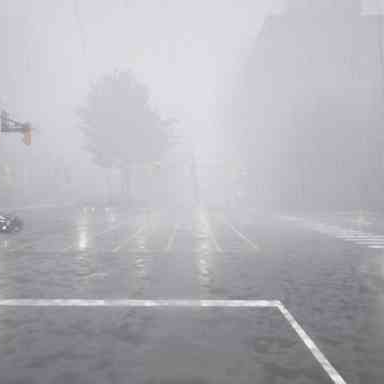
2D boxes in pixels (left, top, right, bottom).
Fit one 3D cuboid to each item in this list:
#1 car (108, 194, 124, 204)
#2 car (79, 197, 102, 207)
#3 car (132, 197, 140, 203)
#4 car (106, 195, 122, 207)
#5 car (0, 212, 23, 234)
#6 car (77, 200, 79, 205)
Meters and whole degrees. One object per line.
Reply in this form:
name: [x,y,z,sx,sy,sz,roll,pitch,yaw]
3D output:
car: [-15.093,1.352,66.476,2.097,1.767,4.553,0,0,0]
car: [-15.154,1.562,50.728,1.994,1.385,4.181,0,0,0]
car: [-11.595,1.599,66.218,1.895,1.301,4.718,0,0,0]
car: [-11.655,1.476,50.733,1.882,1.535,5.008,0,0,0]
car: [-11.398,1.352,17.430,4.553,1.767,2.097,0,0,0]
car: [-18.319,1.593,57.819,1.895,1.301,4.718,0,0,0]
